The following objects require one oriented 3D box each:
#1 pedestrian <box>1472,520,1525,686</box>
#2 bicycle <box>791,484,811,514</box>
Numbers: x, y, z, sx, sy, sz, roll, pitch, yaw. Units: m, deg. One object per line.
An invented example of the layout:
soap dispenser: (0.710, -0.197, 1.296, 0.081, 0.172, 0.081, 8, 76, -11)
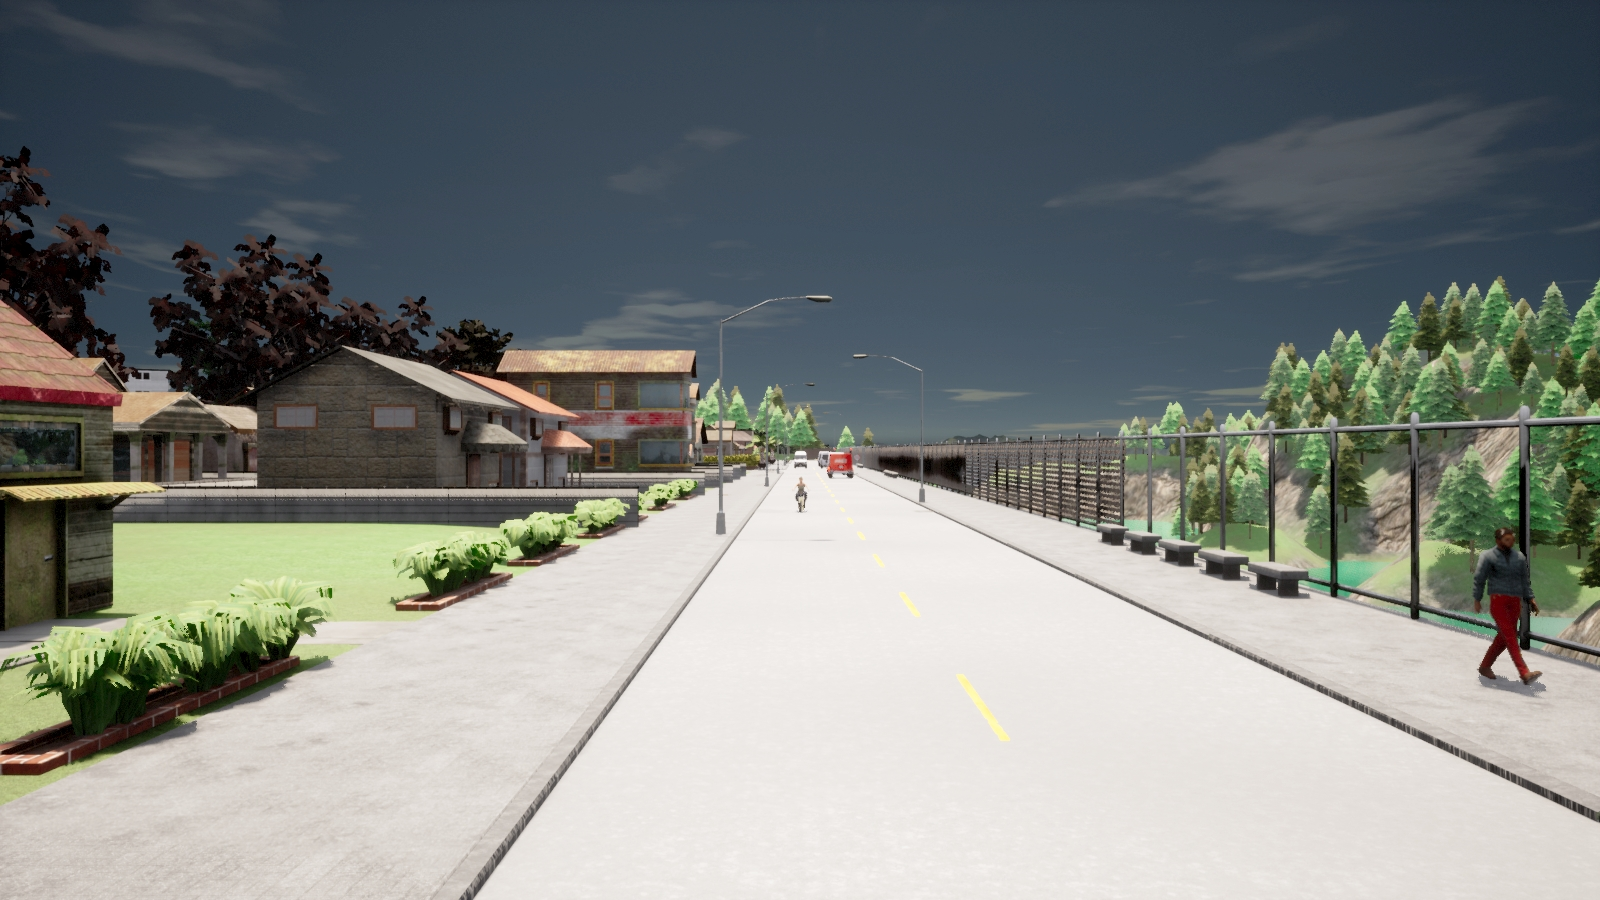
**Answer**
pedestrian: (8.035, 1.743, 13.154, 0.375, 1.860, 0.375, 0, 0, -1)
bicycle: (0.052, 2.158, 50.810, 0.859, 1.276, 1.487, 0, 0, 0)
